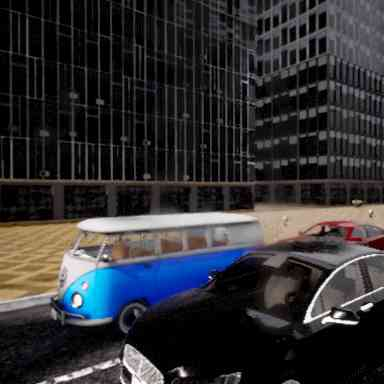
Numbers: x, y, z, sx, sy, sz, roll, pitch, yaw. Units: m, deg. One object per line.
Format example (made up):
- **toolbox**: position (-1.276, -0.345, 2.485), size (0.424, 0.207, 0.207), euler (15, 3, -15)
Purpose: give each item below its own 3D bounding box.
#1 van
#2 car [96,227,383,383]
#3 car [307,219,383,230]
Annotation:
- **van**: position (-0.389, 1.328, 6.282), size (3.998, 1.788, 1.690), euler (0, 0, -35)
- **car**: position (1.476, 1.490, 4.431), size (4.892, 1.490, 1.837), euler (0, 0, -35)
- **car**: position (4.227, 1.508, 9.572), size (4.507, 1.381, 1.887), euler (0, 0, -35)
